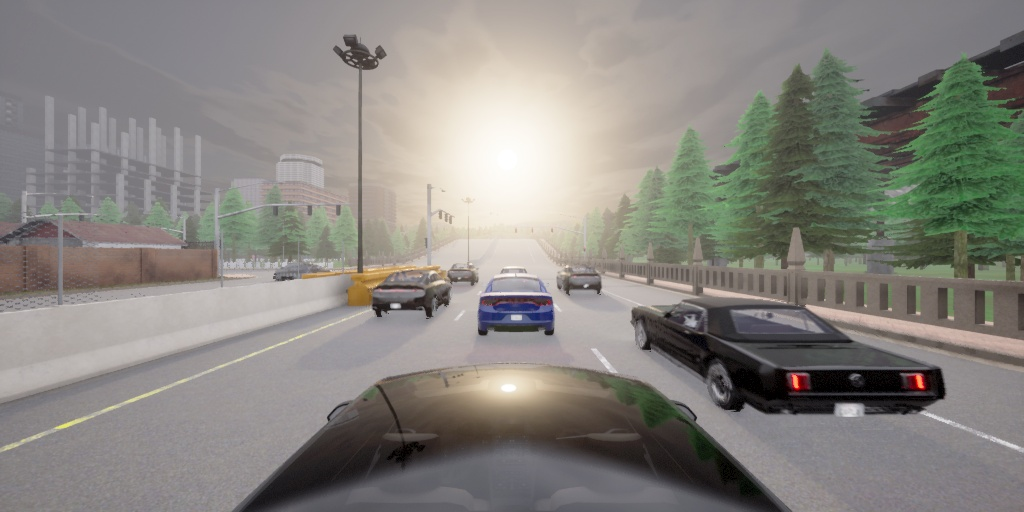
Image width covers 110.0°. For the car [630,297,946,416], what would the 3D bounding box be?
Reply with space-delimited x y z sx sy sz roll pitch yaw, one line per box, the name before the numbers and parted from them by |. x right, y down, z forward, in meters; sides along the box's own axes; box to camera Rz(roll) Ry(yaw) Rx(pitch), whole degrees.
car | 3.601 1.351 6.038 1.895 1.301 4.718 0 0 0

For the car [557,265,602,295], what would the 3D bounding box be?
car | 3.607 1.242 19.828 2.128 1.511 4.902 0 0 0

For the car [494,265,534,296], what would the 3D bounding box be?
car | 0.106 1.297 20.568 2.033 1.411 5.357 0 0 0

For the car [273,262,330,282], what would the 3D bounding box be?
car | -14.046 1.315 24.376 1.994 1.385 4.181 0 0 1

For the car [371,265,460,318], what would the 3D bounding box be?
car | -3.397 1.242 12.894 2.128 1.511 4.902 0 0 0

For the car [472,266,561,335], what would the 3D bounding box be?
car | 0.100 1.228 10.497 1.882 1.535 5.008 0 0 0

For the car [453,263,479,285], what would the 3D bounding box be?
car | -3.428 1.241 25.594 2.128 1.511 4.902 0 0 -1
